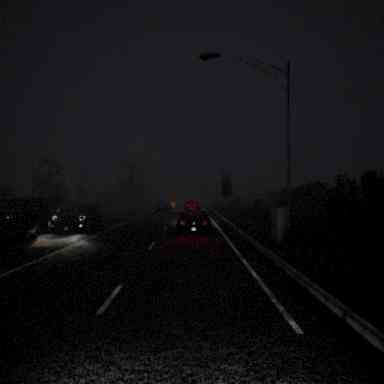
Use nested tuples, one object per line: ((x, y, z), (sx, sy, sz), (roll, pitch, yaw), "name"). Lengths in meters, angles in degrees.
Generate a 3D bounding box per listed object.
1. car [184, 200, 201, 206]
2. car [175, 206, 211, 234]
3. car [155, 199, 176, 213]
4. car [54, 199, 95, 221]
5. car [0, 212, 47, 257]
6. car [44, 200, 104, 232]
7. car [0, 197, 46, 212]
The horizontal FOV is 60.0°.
((0.014, 1.774, 42.354), (1.837, 1.490, 4.892), (0, 0, 0), "car")
((0.100, 1.728, 20.154), (1.895, 1.301, 4.718), (0, 0, 0), "car")
((-3.498, 1.809, 41.378), (2.033, 1.411, 5.357), (0, 0, 0), "car")
((-10.501, 1.543, 30.145), (2.097, 1.767, 4.553), (0, 0, 0), "car")
((-7.128, 1.620, 11.352), (2.033, 1.411, 5.357), (0, 0, -3), "car")
((-7.051, 1.485, 20.877), (2.097, 1.767, 4.553), (0, 0, 0), "car")
((-10.548, 1.350, 20.111), (2.150, 2.045, 5.566), (0, 0, 1), "car")
